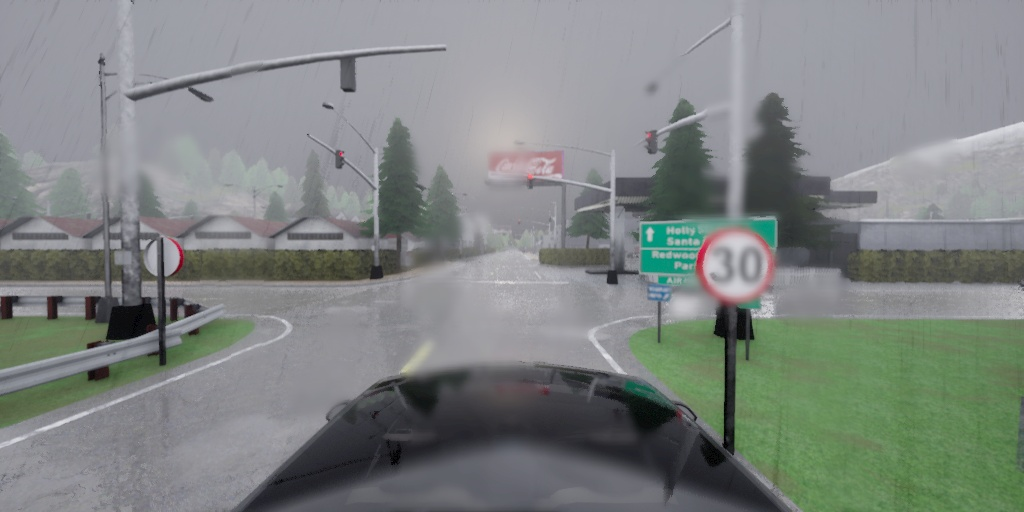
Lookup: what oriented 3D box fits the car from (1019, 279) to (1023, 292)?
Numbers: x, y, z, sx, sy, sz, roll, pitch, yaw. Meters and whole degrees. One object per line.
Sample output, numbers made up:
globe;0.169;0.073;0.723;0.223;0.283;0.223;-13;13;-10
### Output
car;27.001;1.126;16.762;4.674;1.442;1.812;0;1;1
